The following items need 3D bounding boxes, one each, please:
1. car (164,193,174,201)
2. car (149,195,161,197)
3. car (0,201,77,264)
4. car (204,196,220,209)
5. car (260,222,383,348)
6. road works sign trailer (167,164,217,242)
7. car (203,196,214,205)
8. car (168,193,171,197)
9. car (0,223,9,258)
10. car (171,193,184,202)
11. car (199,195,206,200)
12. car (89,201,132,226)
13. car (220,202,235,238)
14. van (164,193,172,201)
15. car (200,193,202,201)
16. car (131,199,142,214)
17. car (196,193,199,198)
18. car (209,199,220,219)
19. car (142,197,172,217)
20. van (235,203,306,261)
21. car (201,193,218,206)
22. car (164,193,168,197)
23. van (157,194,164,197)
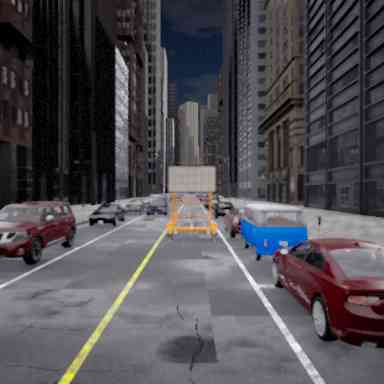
[{"bbox_3d":[-5.758,1.212,84.854,2.192,1.841,5.009,0,0,0],"label":"car"},{"bbox_3d":[-5.760,1.459,45.418,1.752,1.417,4.829,0,0,0],"label":"car"},{"bbox_3d":[-5.761,1.294,11.931,2.192,1.841,5.009,0,0,0],"label":"car"},{"bbox_3d":[2.765,1.521,39.991,1.802,1.307,4.206,0,0,0],"label":"car"},{"bbox_3d":[2.764,1.533,6.337,1.887,1.381,4.507,0,0,0],"label":"car"},{"bbox_3d":[0.000,0.436,16.277,2.380,3.560,2.880,0,0,0],"label":"road works sign trailer"},{"bbox_3d":[2.765,1.447,56.989,1.752,1.417,4.829,0,0,0],"label":"car"},{"bbox_3d":[-5.759,1.232,62.416,2.192,1.841,5.009,0,0,0],"label":"car"},{"bbox_3d":[-5.761,1.540,6.322,2.008,1.369,4.403,0,0,0],"label":"car"},{"bbox_3d":[-2.997,1.378,72.025,2.033,1.411,5.357,0,0,0],"label":"car"},{"bbox_3d":[2.767,1.437,90.473,1.887,1.381,4.507,0,0,0],"label":"car"},{"bbox_3d":[-5.761,1.527,23.150,1.947,1.339,4.313,0,0,0],"label":"car"},{"bbox_3d":[2.764,1.410,17.554,1.967,1.590,4.097,0,0,0],"label":"car"},{"bbox_3d":[-5.759,1.242,79.245,1.690,1.788,3.998,0,0,0],"label":"van"},{"bbox_3d":[2.765,1.243,51.209,2.192,1.841,5.009,0,0,0],"label":"car"},{"bbox_3d":[-5.760,1.497,34.369,2.008,1.369,4.403,0,0,0],"label":"car"},{"bbox_3d":[2.766,1.216,79.254,2.192,1.841,5.009,0,0,0],"label":"car"},{"bbox_3d":[2.764,1.519,28.772,1.947,1.339,4.313,0,0,0],"label":"car"},{"bbox_3d":[-3.099,1.497,31.357,2.033,1.411,5.357,0,0,0],"label":"car"},{"bbox_3d":[2.764,1.320,11.945,1.690,1.788,3.998,0,0,0],"label":"van"},{"bbox_3d":[2.765,1.248,45.600,2.192,1.841,5.009,0,0,0],"label":"car"},{"bbox_3d":[-5.760,1.362,56.807,1.967,1.590,4.097,0,0,0],"label":"car"},{"bbox_3d":[-5.760,1.269,51.197,1.690,1.788,3.998,0,0,0],"label":"van"}]
